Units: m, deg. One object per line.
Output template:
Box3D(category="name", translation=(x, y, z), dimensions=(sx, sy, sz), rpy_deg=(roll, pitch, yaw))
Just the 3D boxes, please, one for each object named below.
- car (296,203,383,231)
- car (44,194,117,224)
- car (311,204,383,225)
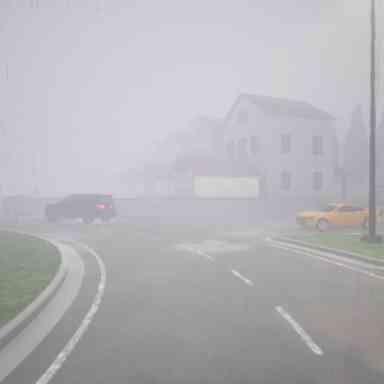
Box3D(category="car", translation=(8.673, 1.425, 19.835), dimensions=(5.008, 1.535, 1.882), rpy_deg=(0, 0, -13))
Box3D(category="car", translation=(-8.057, 1.144, 24.126), dimensions=(5.566, 2.045, 2.150), rpy_deg=(0, 0, 24))
Box3D(category="car", translation=(11.179, 1.538, 23.930), dimensions=(4.718, 1.301, 1.895), rpy_deg=(0, 0, -17))
